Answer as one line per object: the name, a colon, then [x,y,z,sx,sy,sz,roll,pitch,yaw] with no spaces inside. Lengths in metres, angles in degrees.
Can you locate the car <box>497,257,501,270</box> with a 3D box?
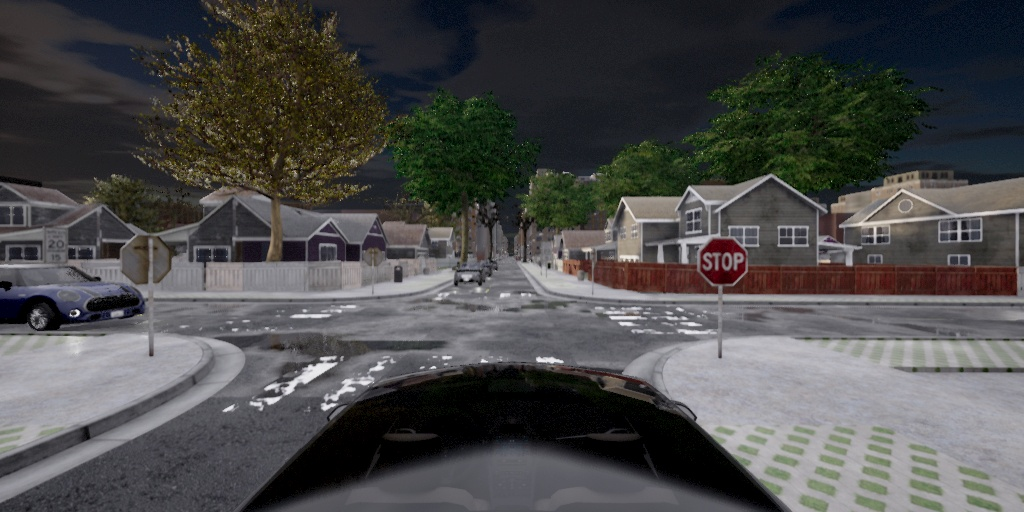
car: [-2.854,1.235,48.617,1.812,1.442,4.674,0,0,0]

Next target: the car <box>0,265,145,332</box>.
car: [-13.315,1.030,10.119,4.553,1.767,2.097,0,0,2]

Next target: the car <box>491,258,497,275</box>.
car: [-2.862,1.207,35.063,2.128,1.511,4.902,0,0,0]

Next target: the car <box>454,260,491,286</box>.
car: [-2.857,1.216,25.025,2.128,1.511,4.902,0,0,0]
